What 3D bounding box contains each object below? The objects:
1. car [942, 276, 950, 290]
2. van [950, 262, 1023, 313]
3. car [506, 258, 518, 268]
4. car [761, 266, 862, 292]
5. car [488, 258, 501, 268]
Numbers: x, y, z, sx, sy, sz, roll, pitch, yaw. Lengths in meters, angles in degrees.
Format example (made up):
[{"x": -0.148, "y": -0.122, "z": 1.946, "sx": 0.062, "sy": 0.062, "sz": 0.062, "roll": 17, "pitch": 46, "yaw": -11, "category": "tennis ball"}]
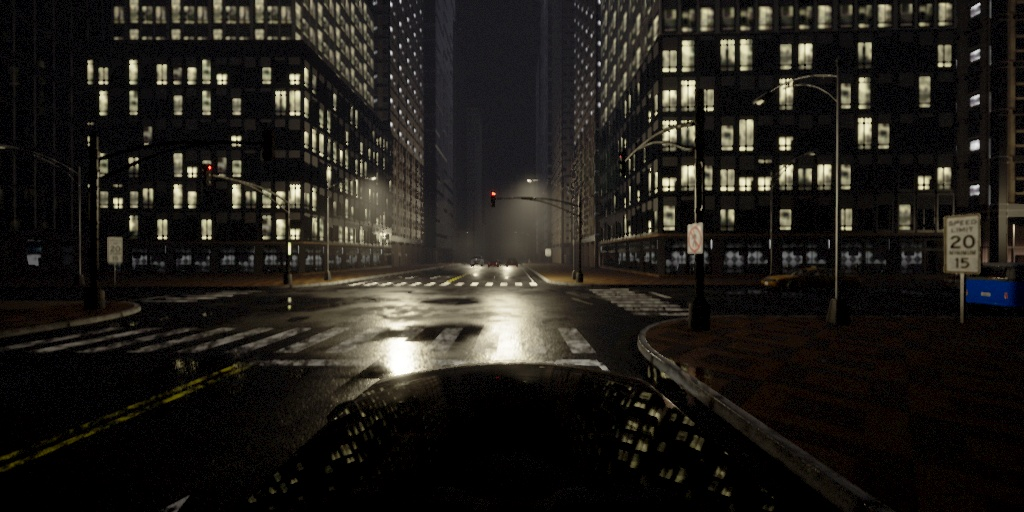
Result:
[{"x": 26.925, "y": 1.326, "z": 20.118, "sx": 4.207, "sy": 1.307, "sz": 1.802, "roll": 0, "pitch": 0, "yaw": 2, "category": "car"}, {"x": 18.360, "y": 1.101, "z": 12.432, "sx": 3.998, "sy": 1.789, "sz": 1.690, "roll": 0, "pitch": 0, "yaw": 2, "category": "van"}, {"x": 0.010, "y": 1.112, "z": 63.576, "sx": 2.097, "sy": 1.767, "sz": 4.553, "roll": 0, "pitch": 0, "yaw": 0, "category": "car"}, {"x": 17.091, "y": 1.262, "z": 20.604, "sx": 4.829, "sy": 1.417, "sz": 1.751, "roll": 0, "pitch": 0, "yaw": 2, "category": "car"}, {"x": -3.240, "y": 1.360, "z": 63.220, "sx": 1.895, "sy": 1.301, "sz": 4.718, "roll": 0, "pitch": 0, "yaw": 0, "category": "car"}]
